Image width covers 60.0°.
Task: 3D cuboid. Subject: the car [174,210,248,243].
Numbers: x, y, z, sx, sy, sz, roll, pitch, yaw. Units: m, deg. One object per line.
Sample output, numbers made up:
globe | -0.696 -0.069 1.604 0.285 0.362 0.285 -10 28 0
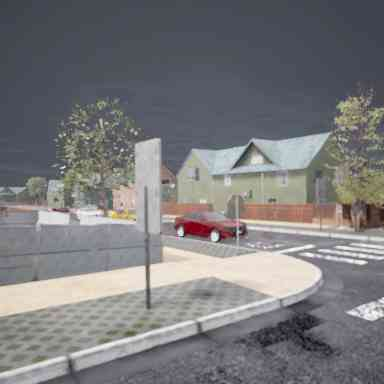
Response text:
car | 0.922 1.774 18.422 1.882 1.535 5.008 -1 -1 -36

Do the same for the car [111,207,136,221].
car | -4.815 2.008 26.447 1.882 1.535 5.008 -1 -1 -36

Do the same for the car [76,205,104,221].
car | -10.720 2.296 34.702 1.812 1.442 4.674 -1 -1 -36

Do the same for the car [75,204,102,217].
car | -13.820 2.421 44.091 1.882 1.535 5.008 -1 -2 -36

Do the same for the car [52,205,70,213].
car | -21.853 2.872 55.324 1.895 1.301 4.718 -1 -1 -35

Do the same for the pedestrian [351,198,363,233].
pedestrian | 8.693 1.214 17.627 0.375 1.860 0.375 -3 2 -36
